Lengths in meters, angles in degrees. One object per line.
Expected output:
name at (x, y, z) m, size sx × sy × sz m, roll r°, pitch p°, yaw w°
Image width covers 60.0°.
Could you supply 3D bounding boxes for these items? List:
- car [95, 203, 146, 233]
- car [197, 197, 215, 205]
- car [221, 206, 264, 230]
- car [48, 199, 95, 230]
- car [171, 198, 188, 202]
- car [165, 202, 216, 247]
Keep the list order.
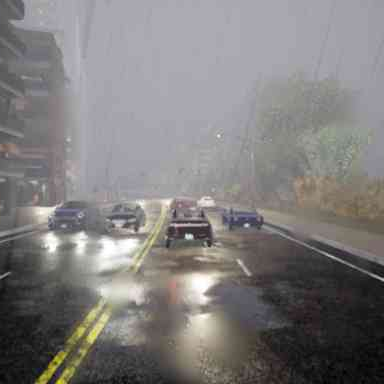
car at (-3.741, 1.410, 19.099) m, size 2.128 × 1.511 × 4.902 m, roll 0°, pitch 0°, yaw -2°
car at (1.666, 1.329, 39.567) m, size 1.812 × 1.442 × 4.674 m, roll 0°, pitch 0°, yaw -5°
car at (2.882, 1.502, 20.160) m, size 1.895 × 1.301 × 4.718 m, roll 0°, pitch 0°, yaw -2°
car at (-7.036, 1.267, 20.347) m, size 2.097 × 1.767 × 4.553 m, roll 0°, pitch 0°, yaw -2°
car at (-1.370, 1.388, 36.672) m, size 1.994 × 1.385 × 4.181 m, roll 0°, pitch 0°, yaw -4°
car at (-0.175, 1.424, 14.666) m, size 2.128 × 1.511 × 4.902 m, roll 0°, pitch 0°, yaw -2°
